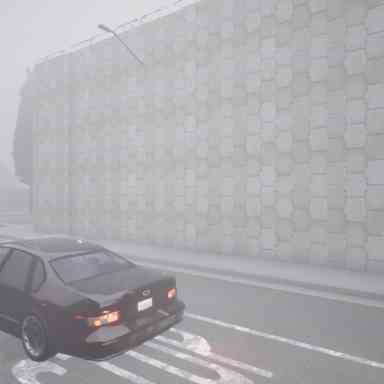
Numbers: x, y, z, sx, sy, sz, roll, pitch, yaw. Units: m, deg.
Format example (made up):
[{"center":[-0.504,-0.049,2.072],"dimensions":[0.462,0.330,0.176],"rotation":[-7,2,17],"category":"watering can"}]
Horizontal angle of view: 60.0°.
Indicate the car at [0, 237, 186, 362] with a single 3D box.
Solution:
[{"center":[-2.676,1.547,5.890],"dimensions":[5.357,1.411,2.033],"rotation":[0,0,35],"category":"car"}]
